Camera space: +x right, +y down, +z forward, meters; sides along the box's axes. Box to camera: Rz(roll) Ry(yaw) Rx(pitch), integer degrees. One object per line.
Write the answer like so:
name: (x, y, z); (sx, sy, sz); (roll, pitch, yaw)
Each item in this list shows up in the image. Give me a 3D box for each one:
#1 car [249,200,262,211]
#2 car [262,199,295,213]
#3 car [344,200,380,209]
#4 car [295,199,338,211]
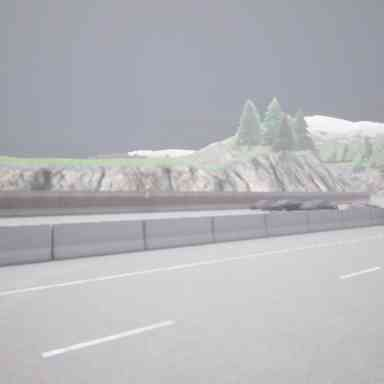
car: (8.887, 1.599, 40.229); (4.181, 1.385, 1.994); (0, 0, -35)
car: (10.521, 1.514, 37.089); (5.008, 1.535, 1.882); (0, 0, -35)
car: (16.950, 1.574, 33.081); (4.674, 1.442, 1.812); (0, 0, -36)
car: (13.312, 1.549, 34.788); (4.892, 1.490, 1.837); (1, 0, -36)
